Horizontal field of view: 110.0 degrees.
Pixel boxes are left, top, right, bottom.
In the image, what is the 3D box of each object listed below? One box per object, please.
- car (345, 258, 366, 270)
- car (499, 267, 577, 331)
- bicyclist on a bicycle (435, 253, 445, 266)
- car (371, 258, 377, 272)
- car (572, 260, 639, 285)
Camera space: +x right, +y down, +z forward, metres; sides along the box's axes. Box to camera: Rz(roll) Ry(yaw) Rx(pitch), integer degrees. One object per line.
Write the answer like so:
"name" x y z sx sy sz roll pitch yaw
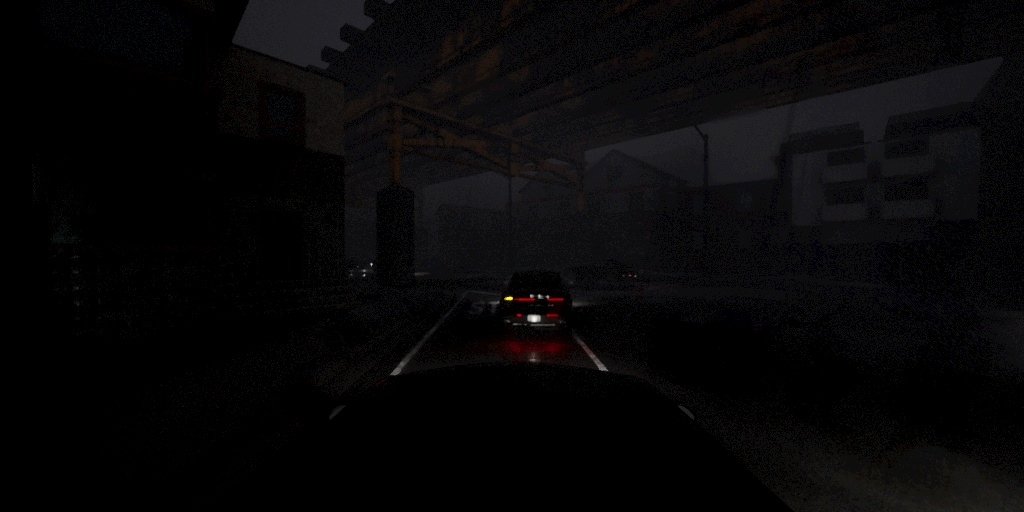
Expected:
"car" -18.651 0.856 41.292 4.718 1.301 1.895 1 1 44
"car" 0.760 1.142 10.628 1.837 1.490 4.892 0 1 6
"bicyclist on a bicycle" -9.645 0.472 47.835 0.582 1.620 1.656 1 1 44
"car" -12.007 0.839 34.855 4.892 1.490 1.837 1 1 44
"car" 5.587 0.970 22.970 4.902 1.511 2.128 1 1 44
